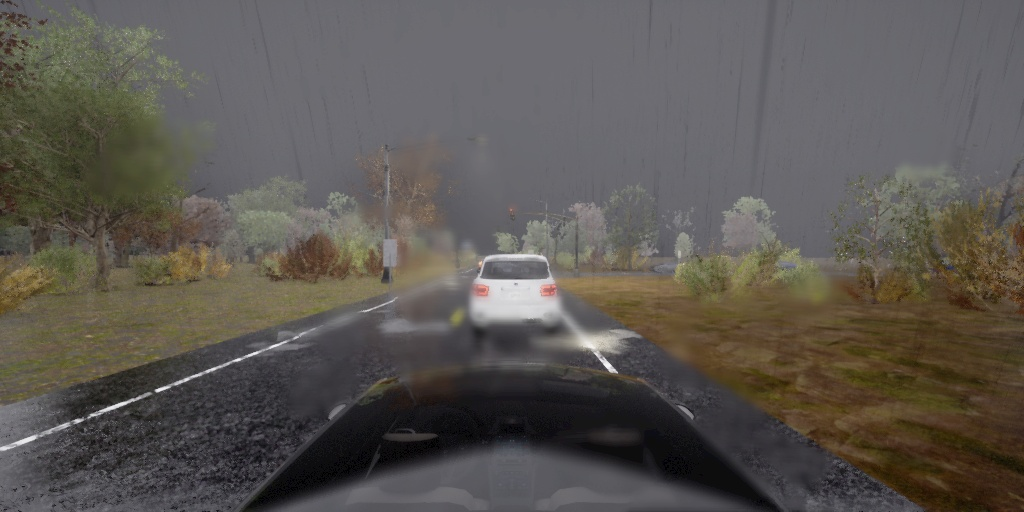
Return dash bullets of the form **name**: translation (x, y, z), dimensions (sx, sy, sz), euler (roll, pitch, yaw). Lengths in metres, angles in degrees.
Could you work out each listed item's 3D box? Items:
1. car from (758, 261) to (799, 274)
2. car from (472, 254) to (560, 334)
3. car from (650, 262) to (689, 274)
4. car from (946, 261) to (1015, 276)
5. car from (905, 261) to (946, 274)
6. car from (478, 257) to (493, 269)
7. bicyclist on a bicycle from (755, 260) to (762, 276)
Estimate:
- **car**: translation (30.434, 1.296, 41.364), dimensions (4.674, 1.442, 1.812), euler (0, 0, 2)
- **car**: translation (0.086, 0.971, 10.753), dimensions (2.150, 2.045, 5.566), euler (0, 0, 0)
- **car**: translation (18.278, 1.326, 41.639), dimensions (4.181, 1.385, 1.994), euler (0, 0, 1)
- **car**: translation (49.064, 1.279, 37.129), dimensions (4.902, 1.511, 2.128), euler (0, 0, 5)
- **car**: translation (47.233, 1.261, 40.396), dimensions (5.008, 1.535, 1.882), euler (0, 0, 5)
- **car**: translation (-4.220, 1.104, 57.571), dimensions (2.097, 1.767, 4.553), euler (0, 0, -2)
- **bicyclist on a bicycle**: translation (24.009, 1.223, 35.244), dimensions (0.582, 1.620, 1.656), euler (0, 0, 1)
